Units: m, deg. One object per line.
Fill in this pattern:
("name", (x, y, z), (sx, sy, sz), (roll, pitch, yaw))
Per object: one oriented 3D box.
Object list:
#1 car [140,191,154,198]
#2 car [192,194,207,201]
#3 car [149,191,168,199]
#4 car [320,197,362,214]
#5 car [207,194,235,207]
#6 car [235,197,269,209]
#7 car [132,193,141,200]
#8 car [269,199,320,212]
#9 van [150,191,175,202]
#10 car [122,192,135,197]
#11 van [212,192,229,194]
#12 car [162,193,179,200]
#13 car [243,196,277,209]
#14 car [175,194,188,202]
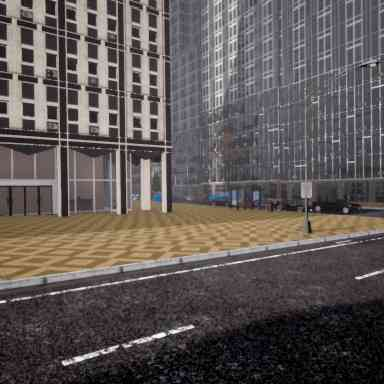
("car", (-11.124, 0.686, 82.196), (1.967, 1.590, 4.097), (0, 1, -34))
("car", (1.718, 1.044, 63.437), (1.802, 1.307, 4.206), (0, 1, -34))
("car", (-7.914, 0.615, 77.505), (2.192, 1.841, 5.009), (0, 1, -34))
("car", (14.762, 1.321, 34.114), (1.882, 1.535, 5.008), (-1, 1, -34))
("car", (4.388, 1.320, 44.606), (1.947, 1.339, 4.313), (0, 1, -34))
("car", (7.550, 1.388, 39.884), (1.802, 1.307, 4.206), (0, 1, -34))
("car", (-11.619, 1.040, 68.085), (2.008, 1.369, 4.403), (0, 1, -34))
("car", (10.747, 1.424, 35.182), (1.947, 1.339, 4.313), (0, 1, -34))
("van", (-5.198, 0.937, 58.703), (1.690, 1.788, 3.998), (0, 1, -34))
("car", (-17.544, 0.689, 91.577), (2.008, 1.369, 4.403), (0, 1, -34))
("van", (4.927, 0.855, 58.744), (1.690, 1.788, 3.998), (0, 1, -34))
("car", (-4.703, 0.936, 72.818), (1.802, 1.307, 4.206), (0, 1, -34))
("car", (8.717, 1.309, 42.952), (1.994, 1.385, 4.181), (-1, 1, -34))
("car", (-2.860, 1.104, 59.988), (2.033, 1.411, 5.357), (-1, 1, -34))
